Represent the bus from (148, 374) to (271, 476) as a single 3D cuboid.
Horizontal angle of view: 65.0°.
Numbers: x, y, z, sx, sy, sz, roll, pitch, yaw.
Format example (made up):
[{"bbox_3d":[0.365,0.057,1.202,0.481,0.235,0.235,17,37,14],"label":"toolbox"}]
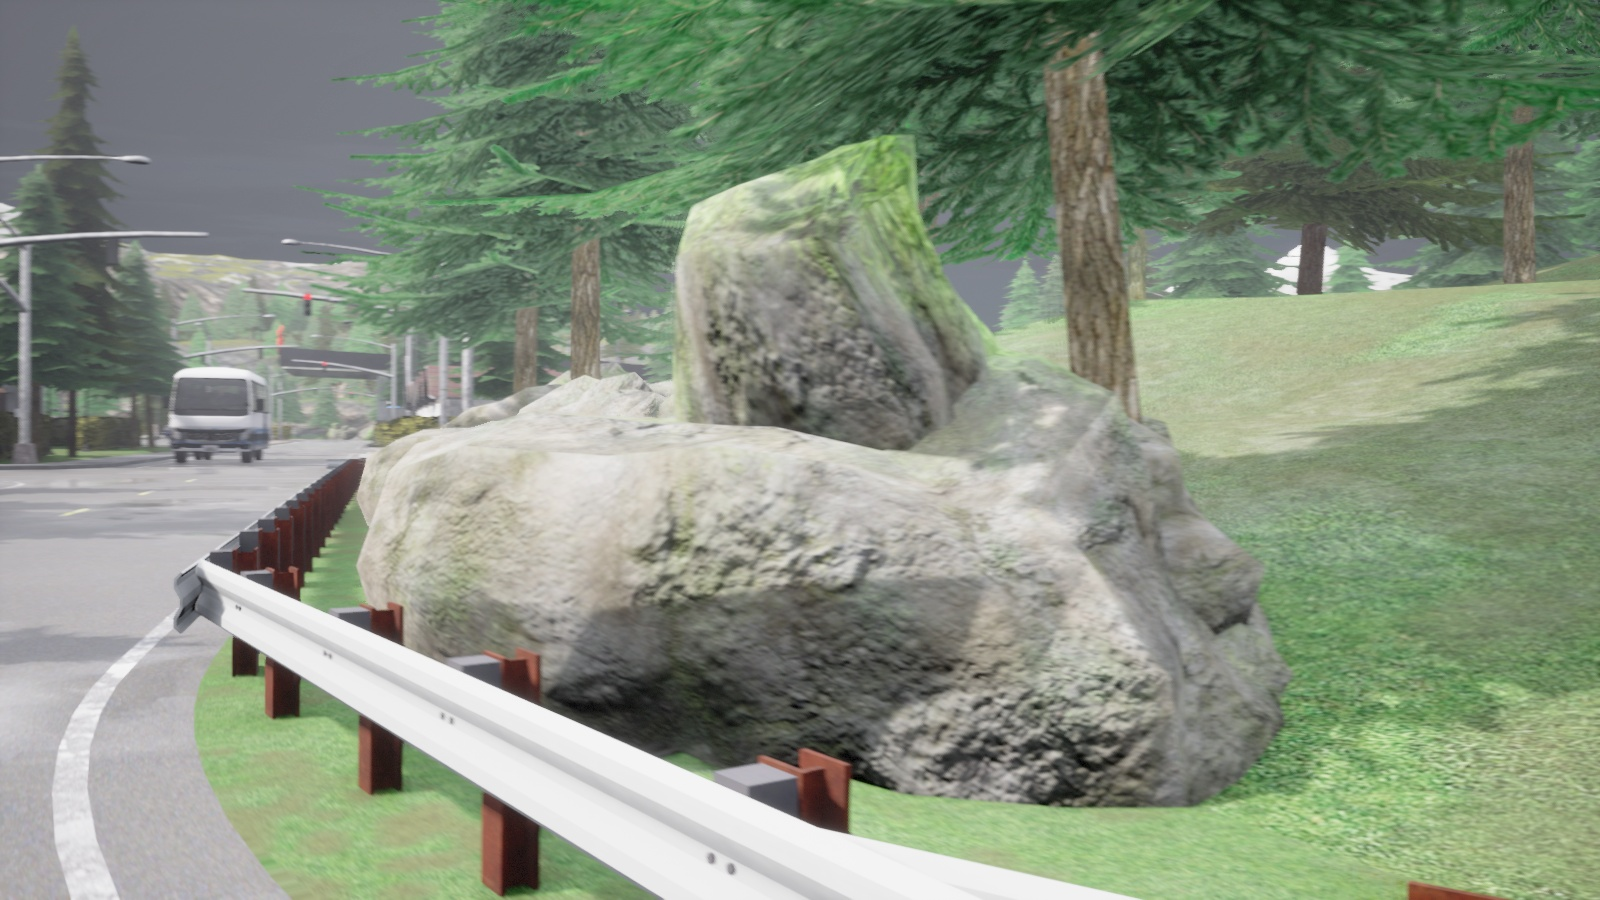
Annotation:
[{"bbox_3d":[-26.864,-1.109,57.718,3.944,4.253,10.273,-1,1,-19],"label":"bus"}]
